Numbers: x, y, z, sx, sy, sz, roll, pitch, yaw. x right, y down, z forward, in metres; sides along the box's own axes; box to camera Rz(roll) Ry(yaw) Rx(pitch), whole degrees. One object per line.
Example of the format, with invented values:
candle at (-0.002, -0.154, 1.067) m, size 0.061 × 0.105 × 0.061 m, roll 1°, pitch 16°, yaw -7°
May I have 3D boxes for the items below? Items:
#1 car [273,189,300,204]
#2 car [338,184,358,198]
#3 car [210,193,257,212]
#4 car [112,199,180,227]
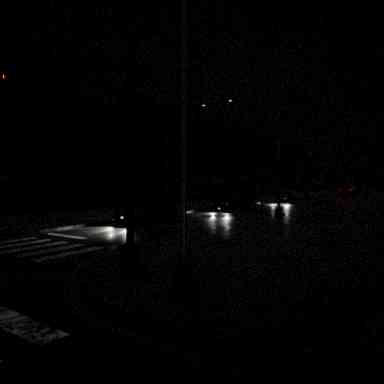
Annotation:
car at (10.822, 0.469, 37.951) m, size 1.837 × 1.490 × 4.892 m, roll 0°, pitch 3°, yaw 36°
car at (24.361, -0.220, 51.971) m, size 2.150 × 2.045 × 5.566 m, roll 0°, pitch 2°, yaw 35°
car at (3.619, 0.824, 27.813) m, size 2.033 × 1.411 × 5.357 m, roll 0°, pitch 2°, yaw 35°
car at (-2.546, 1.117, 19.113) m, size 1.994 × 1.385 × 4.181 m, roll 0°, pitch 2°, yaw 35°
